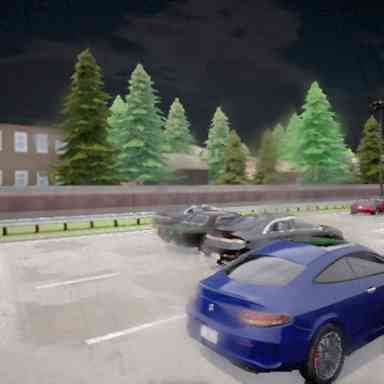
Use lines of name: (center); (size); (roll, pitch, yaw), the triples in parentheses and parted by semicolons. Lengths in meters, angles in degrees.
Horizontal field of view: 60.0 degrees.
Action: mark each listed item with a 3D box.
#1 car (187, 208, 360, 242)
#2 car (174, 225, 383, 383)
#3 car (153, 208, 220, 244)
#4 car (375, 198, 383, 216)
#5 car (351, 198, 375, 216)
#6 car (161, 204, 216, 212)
car: (2.563, 1.372, 9.850); (4.902, 1.511, 2.128); (-1, 1, -35)
car: (2.068, 1.454, 5.225); (4.674, 1.442, 1.812); (-1, 1, -35)
car: (1.114, 1.470, 13.113); (4.718, 1.301, 1.895); (-1, 1, -35)
car: (15.540, 0.816, 23.344); (5.566, 2.045, 2.150); (-1, 1, -35)
car: (14.772, 1.135, 27.091); (4.181, 1.385, 1.994); (-1, 1, -35)
car: (0.380, 1.337, 16.884); (4.902, 1.511, 2.128); (-1, 1, -35)
